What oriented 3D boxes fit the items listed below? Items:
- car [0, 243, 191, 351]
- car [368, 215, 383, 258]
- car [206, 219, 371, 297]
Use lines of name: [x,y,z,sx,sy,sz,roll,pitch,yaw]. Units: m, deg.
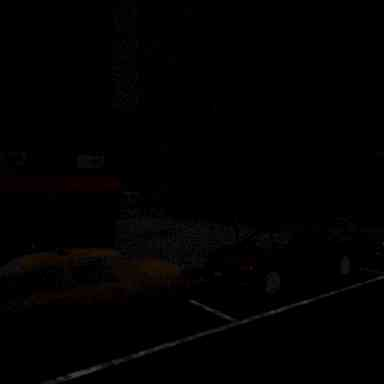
car: [-2.302,1.521,5.123,4.829,1.417,1.752,0,0,-35]
car: [6.952,1.490,11.714,4.507,1.381,1.887,0,0,-35]
car: [2.394,1.515,8.467,4.507,1.381,1.887,0,0,-35]
